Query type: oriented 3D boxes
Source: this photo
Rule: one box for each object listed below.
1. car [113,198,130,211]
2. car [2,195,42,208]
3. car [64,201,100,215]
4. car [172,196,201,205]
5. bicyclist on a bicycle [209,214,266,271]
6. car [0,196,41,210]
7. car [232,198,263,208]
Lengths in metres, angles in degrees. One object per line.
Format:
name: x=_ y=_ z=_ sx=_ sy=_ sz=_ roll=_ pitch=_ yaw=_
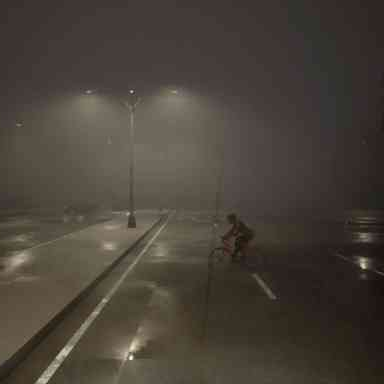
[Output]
car: x=-8.297 y=1.506 z=39.944 sx=1.837 sy=1.490 sz=4.892 roll=3 pitch=0 yaw=-7
car: x=-23.590 y=1.352 z=46.329 sx=4.553 sy=1.767 sz=2.097 roll=0 pitch=0 yaw=0
car: x=-11.167 y=1.601 z=34.025 sx=1.895 sy=1.301 sz=4.718 roll=0 pitch=0 yaw=8
car: x=-0.947 y=1.492 z=56.887 sx=4.902 sy=1.511 sz=2.128 roll=0 pitch=0 yaw=1
bicyclist on a bicycle: x=1.292 y=1.453 z=9.460 sx=1.656 sy=1.620 sz=0.582 roll=0 pitch=0 yaw=-2
car: x=-22.202 y=1.477 z=42.831 sx=5.008 sy=1.535 sz=1.882 roll=0 pitch=0 yaw=0
car: x=7.707 y=1.564 z=46.453 sx=4.181 sy=1.385 sz=1.994 roll=0 pitch=0 yaw=-4
